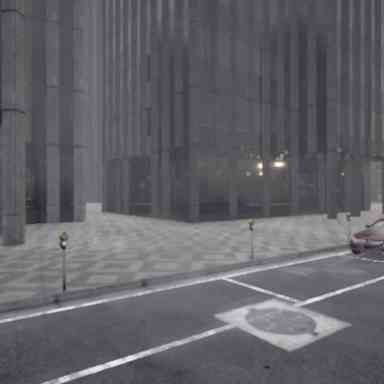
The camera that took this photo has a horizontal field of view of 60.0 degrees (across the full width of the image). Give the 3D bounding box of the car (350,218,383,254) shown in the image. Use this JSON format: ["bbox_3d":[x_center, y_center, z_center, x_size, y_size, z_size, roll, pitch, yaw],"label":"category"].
[{"bbox_3d":[7.499,1.580,12.182,4.206,1.307,1.802,0,0,-36],"label":"car"}]
